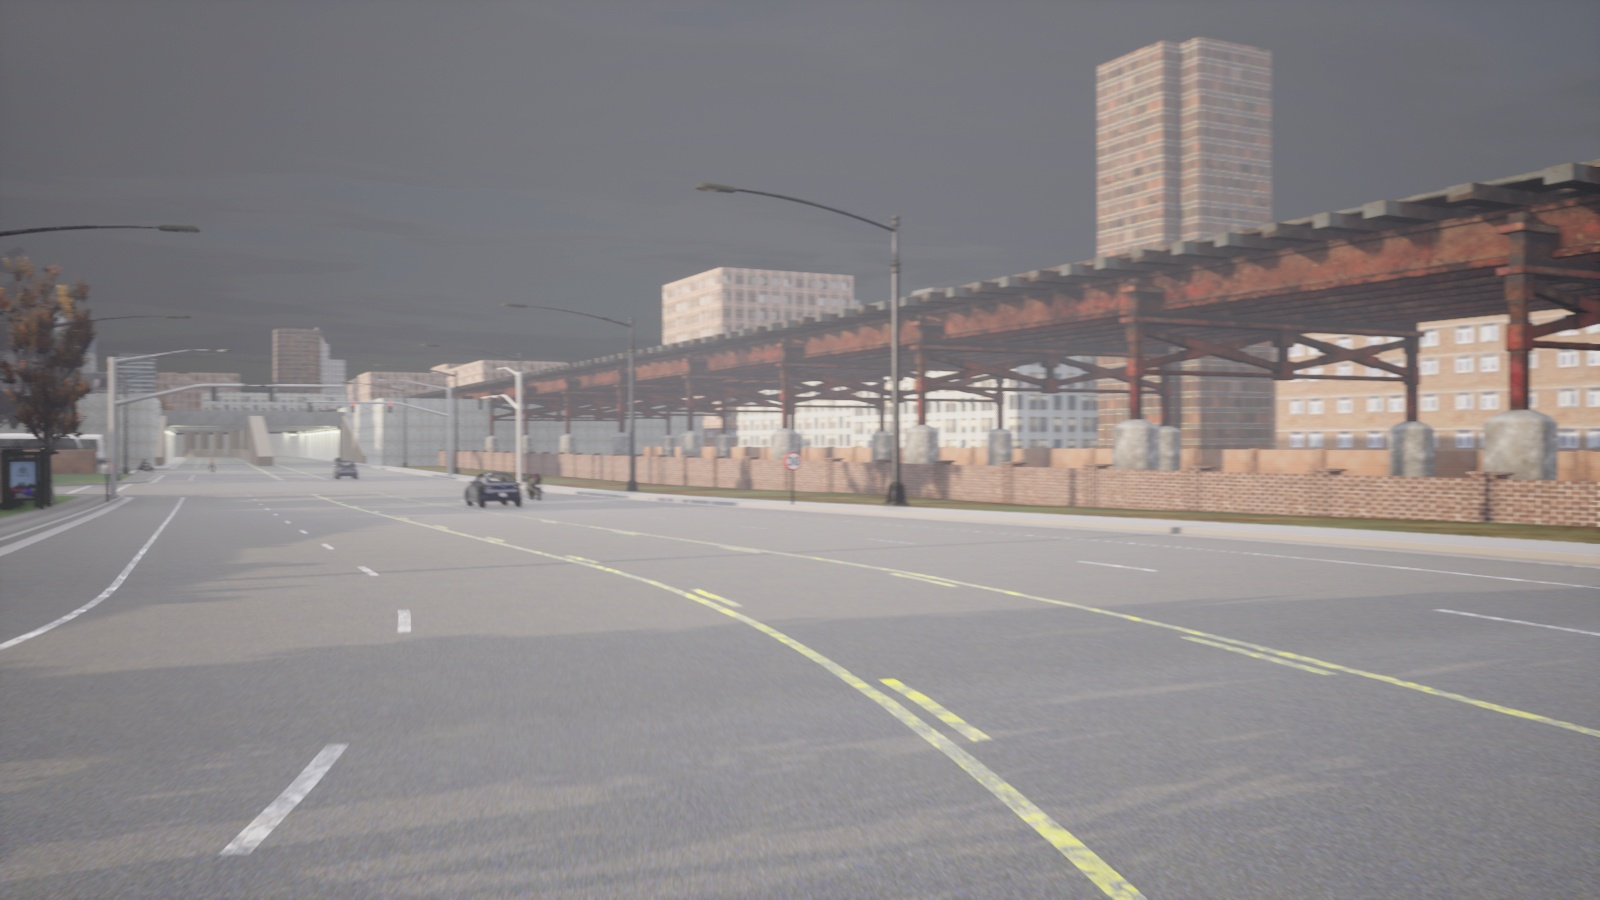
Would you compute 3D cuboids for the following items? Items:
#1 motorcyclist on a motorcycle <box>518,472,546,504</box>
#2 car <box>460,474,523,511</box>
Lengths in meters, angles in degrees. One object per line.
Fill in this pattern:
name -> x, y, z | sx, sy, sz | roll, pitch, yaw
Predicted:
motorcyclist on a motorcycle -> -13.184, 1.861, 61.757 | 0.866, 1.530, 2.191 | -1, 0, -25
car -> -13.241, 1.775, 53.725 | 1.816, 1.474, 4.193 | -1, -1, -25
